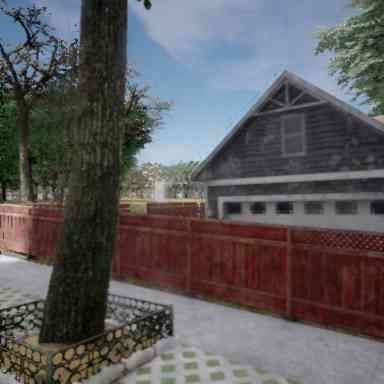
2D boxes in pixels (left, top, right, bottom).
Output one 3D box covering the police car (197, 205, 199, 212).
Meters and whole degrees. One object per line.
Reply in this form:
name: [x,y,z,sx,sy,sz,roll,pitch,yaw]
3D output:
police car: [1.900,1.978,43.986,2.038,1.542,4.974,-2,-2,34]
